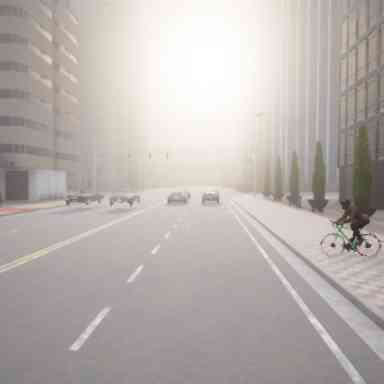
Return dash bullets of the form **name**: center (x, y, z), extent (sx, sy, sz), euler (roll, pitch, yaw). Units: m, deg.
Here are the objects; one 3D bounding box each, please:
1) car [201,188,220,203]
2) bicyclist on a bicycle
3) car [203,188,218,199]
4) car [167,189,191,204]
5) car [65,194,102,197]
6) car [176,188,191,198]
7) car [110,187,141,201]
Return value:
- **car**: center (2.072, 0.410, 36.567), extent (2.128, 1.511, 4.902), euler (0, 2, 4)
- **bicyclist on a bicycle**: center (4.436, 1.036, 9.288), extent (1.656, 1.620, 0.582), euler (0, 2, 3)
- **car**: center (2.697, 0.132, 47.946), extent (2.033, 1.411, 5.357), euler (0, 2, 4)
- **car**: center (-1.461, 0.501, 35.499), extent (1.994, 1.385, 4.181), euler (0, 2, 4)
- **car**: center (-8.993, 0.377, 28.070), extent (1.895, 1.301, 4.718), euler (0, 2, 3)
- **car**: center (-1.329, 0.153, 48.498), extent (1.895, 1.301, 4.718), euler (0, 2, -6)
- **car**: center (-5.496, 0.325, 27.899), extent (1.812, 1.442, 4.674), euler (0, 2, 3)
